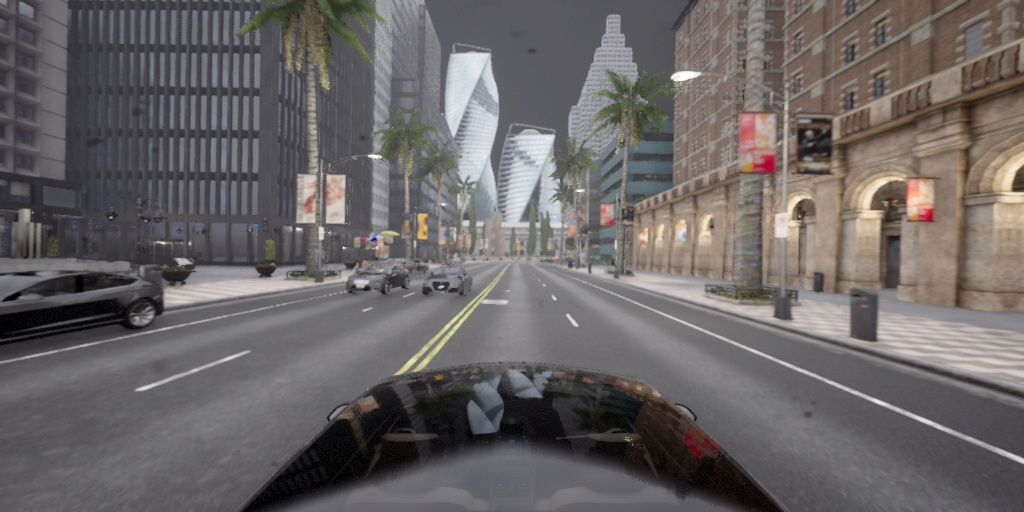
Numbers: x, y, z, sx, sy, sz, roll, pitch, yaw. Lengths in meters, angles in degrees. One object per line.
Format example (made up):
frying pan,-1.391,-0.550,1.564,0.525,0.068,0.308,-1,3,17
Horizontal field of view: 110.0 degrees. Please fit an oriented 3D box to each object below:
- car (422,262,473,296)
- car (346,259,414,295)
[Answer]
car,-3.195,1.226,18.419,1.994,1.385,4.181,1,0,2
car,-6.694,1.089,18.462,2.128,1.511,4.902,1,0,2
